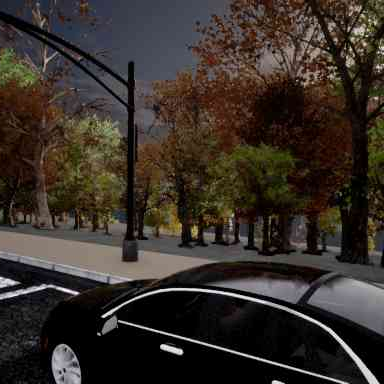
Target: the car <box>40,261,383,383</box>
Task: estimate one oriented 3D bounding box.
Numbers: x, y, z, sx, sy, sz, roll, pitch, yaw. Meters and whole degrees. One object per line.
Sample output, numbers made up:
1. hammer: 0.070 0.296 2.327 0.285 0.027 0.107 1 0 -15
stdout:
1. car: 0.376 1.505 3.406 4.892 1.490 1.837 0 0 36
